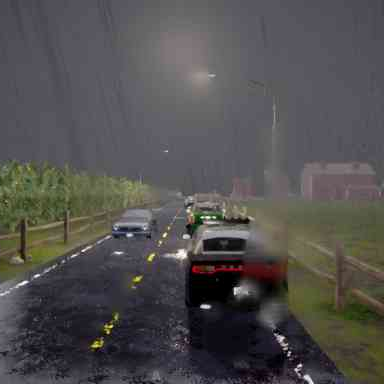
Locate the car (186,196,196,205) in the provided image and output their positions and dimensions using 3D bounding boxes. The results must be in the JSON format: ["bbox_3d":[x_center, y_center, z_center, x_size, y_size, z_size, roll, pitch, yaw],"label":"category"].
[{"bbox_3d":[-0.171,1.539,62.724,1.882,1.535,5.008,0,0,0],"label":"car"}]

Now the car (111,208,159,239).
[{"bbox_3d":[-2.798,1.547,17.563,2.033,1.411,5.357,0,0,0],"label":"car"}]

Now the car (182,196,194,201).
[{"bbox_3d":[-0.094,1.625,46.704,1.895,1.301,4.718,0,0,0],"label":"car"}]

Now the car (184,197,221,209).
[{"bbox_3d":[0.776,1.351,17.909,2.097,1.767,4.553,0,0,0],"label":"car"}]

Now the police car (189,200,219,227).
[{"bbox_3d":[0.759,1.425,24.048,1.930,1.638,5.238,0,0,0],"label":"police car"}]

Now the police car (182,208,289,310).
[{"bbox_3d":[0.803,1.425,8.048,1.930,1.638,5.238,0,0,0],"label":"police car"}]

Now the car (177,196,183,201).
[{"bbox_3d":[-2.990,1.695,87.619,2.033,1.411,5.357,0,0,0],"label":"car"}]
